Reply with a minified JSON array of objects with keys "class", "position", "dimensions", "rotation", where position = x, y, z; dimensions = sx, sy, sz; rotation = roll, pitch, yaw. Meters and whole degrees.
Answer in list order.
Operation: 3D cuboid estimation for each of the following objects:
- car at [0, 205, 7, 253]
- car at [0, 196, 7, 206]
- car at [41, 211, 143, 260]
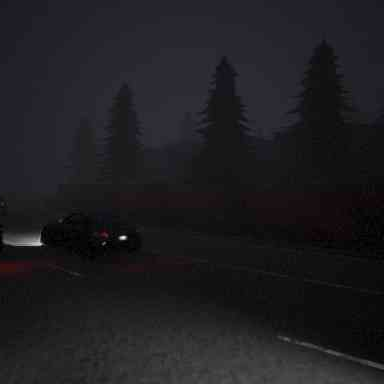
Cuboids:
[{"class":"car","position":[-7.927,1.242,11.041],"dimensions":[5.008,1.535,1.882],"rotation":[1,1,43]},{"class":"car","position":[-15.163,0.863,24.656],"dimensions":[2.097,1.767,4.553],"rotation":[0,1,-37]},{"class":"car","position":[-3.657,1.385,11.853],"dimensions":[4.181,1.385,1.994],"rotation":[1,1,42]}]
